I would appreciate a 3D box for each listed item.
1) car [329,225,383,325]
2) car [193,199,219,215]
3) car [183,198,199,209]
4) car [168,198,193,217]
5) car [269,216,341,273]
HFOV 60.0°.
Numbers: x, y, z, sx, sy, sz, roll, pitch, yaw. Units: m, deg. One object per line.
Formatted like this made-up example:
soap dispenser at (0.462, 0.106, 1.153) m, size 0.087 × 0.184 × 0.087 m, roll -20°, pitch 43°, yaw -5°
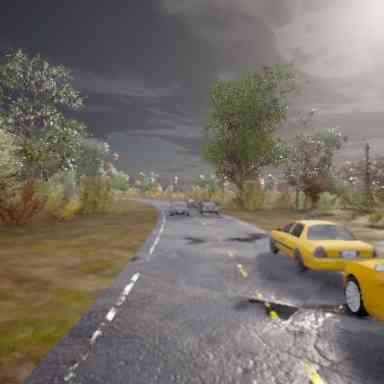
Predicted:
car at (3.921, 1.537, 4.620) m, size 1.882 × 1.535 × 5.008 m, roll 1°, pitch 0°, yaw 0°
car at (1.602, 1.695, 35.577) m, size 2.033 × 1.411 × 5.357 m, roll 1°, pitch 0°, yaw -6°
car at (-0.213, 1.706, 50.332) m, size 1.812 × 1.442 × 4.674 m, roll 1°, pitch 0°, yaw -9°
car at (-1.264, 1.611, 32.476) m, size 1.837 × 1.490 × 4.892 m, roll 1°, pitch 0°, yaw -5°
car at (3.879, 1.537, 10.858) m, size 1.801 × 1.575 × 5.366 m, roll 1°, pitch 0°, yaw -1°
